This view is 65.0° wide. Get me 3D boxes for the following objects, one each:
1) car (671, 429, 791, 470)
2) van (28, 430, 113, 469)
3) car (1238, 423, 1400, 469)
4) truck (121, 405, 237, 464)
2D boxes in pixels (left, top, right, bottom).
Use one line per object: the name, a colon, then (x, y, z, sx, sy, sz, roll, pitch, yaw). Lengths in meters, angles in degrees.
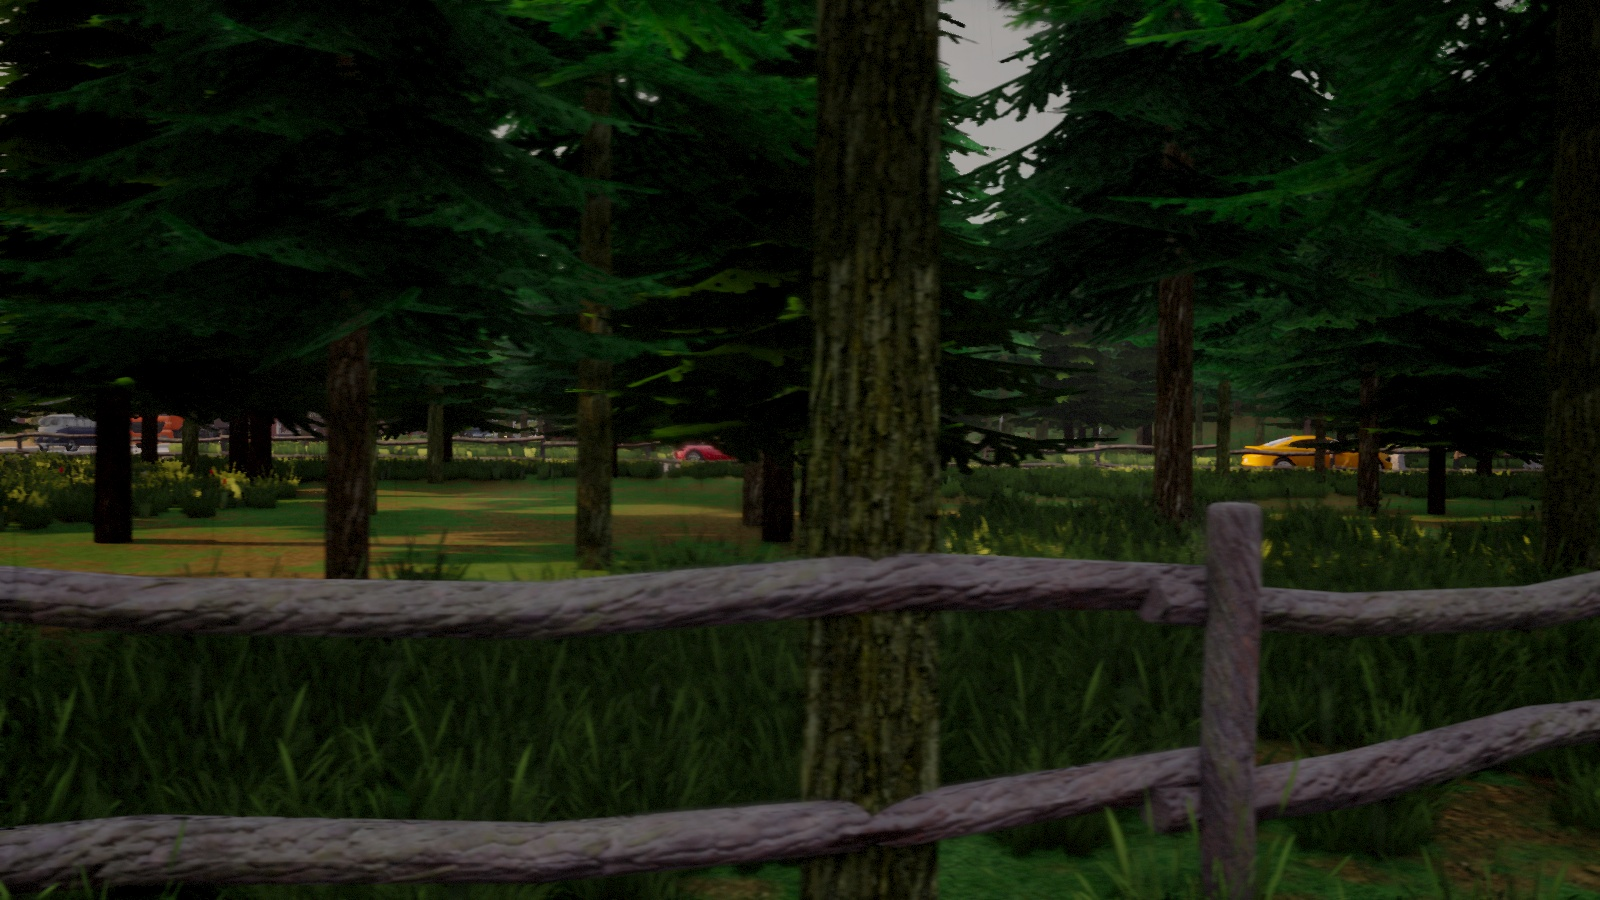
car: (-2.682, -0.033, 49.753, 4.514, 1.525, 2.007, -1, 1, 4)
van: (-38.943, -0.074, 67.156, 1.775, 1.987, 4.442, -1, 1, 3)
car: (18.409, -0.156, 44.706, 5.008, 1.535, 1.882, -1, 1, 4)
truck: (-38.380, -0.985, 78.005, 2.891, 3.462, 7.936, -1, 1, 3)
